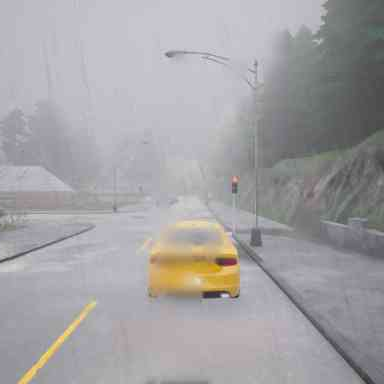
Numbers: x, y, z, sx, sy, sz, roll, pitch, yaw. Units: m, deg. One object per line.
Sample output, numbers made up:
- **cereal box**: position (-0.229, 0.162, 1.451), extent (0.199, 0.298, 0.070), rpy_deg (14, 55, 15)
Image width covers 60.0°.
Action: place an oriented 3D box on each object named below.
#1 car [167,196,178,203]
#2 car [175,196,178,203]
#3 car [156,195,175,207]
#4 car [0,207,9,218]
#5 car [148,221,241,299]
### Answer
- **car**: position (-3.956, 1.564, 68.827), extent (1.994, 1.385, 4.181), rpy_deg (0, 0, 0)
- **car**: position (-4.035, 1.564, 58.817), extent (1.994, 1.385, 4.181), rpy_deg (0, 0, 0)
- **car**: position (-4.060, 1.352, 49.499), extent (2.097, 1.767, 4.553), rpy_deg (0, 0, 0)
- **car**: position (-17.885, 1.505, 27.689), extent (4.892, 1.490, 1.837), rpy_deg (0, 0, 0)
- **car**: position (0.059, 1.478, 8.532), extent (1.882, 1.535, 5.008), rpy_deg (0, 0, 1)
